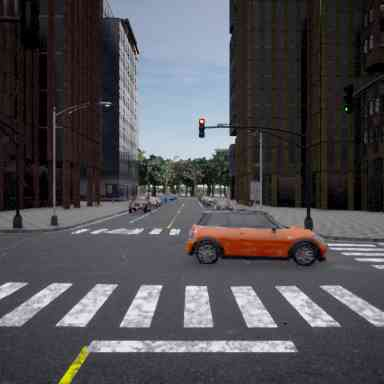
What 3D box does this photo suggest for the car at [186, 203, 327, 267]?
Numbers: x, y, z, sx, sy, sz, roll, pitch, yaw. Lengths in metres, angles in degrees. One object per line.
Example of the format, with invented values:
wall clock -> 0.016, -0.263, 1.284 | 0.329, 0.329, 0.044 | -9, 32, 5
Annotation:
car -> 2.083, 1.417, 11.254 | 4.553, 1.767, 2.097 | 1, 0, 0

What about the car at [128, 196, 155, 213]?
car -> -5.755, 1.321, 37.165 | 2.192, 1.841, 5.009 | 0, 0, 0

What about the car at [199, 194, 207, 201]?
car -> 2.775, 1.559, 58.914 | 1.887, 1.381, 4.507 | 0, 0, 0

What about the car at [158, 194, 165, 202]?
car -> -5.751, 1.537, 53.308 | 1.752, 1.417, 4.829 | 0, 0, 0

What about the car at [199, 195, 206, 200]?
car -> 2.782, 1.560, 91.709 | 1.752, 1.417, 4.829 | 0, 0, 0

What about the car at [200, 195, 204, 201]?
car -> 2.774, 1.556, 53.476 | 1.887, 1.381, 4.507 | 0, 0, 0

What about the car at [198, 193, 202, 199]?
car -> 2.779, 1.548, 75.396 | 1.752, 1.417, 4.829 | 0, 0, 0

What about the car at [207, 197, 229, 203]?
car -> 2.769, 1.444, 31.726 | 1.967, 1.590, 4.097 | 0, 0, 0

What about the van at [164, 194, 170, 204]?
van -> -5.749, 1.358, 64.353 | 1.690, 1.788, 3.998 | 0, 0, 0

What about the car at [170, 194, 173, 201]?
car -> -5.747, 1.571, 69.791 | 2.008, 1.369, 4.403 | 0, 0, 0

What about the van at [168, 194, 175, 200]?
van -> -5.743, 1.376, 91.541 | 1.690, 1.788, 3.998 | 0, 0, 0

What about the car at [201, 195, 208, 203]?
car -> 2.773, 1.560, 48.038 | 2.008, 1.369, 4.403 | 0, 0, 0

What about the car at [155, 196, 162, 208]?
car -> -5.752, 1.591, 48.040 | 1.802, 1.307, 4.206 | 0, 0, 0

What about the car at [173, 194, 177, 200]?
car -> -5.744, 1.597, 86.103 | 1.947, 1.339, 4.313 | 0, 0, 0

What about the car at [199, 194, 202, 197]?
car -> 2.777, 1.542, 64.521 | 1.752, 1.417, 4.829 | 0, 0, 0
